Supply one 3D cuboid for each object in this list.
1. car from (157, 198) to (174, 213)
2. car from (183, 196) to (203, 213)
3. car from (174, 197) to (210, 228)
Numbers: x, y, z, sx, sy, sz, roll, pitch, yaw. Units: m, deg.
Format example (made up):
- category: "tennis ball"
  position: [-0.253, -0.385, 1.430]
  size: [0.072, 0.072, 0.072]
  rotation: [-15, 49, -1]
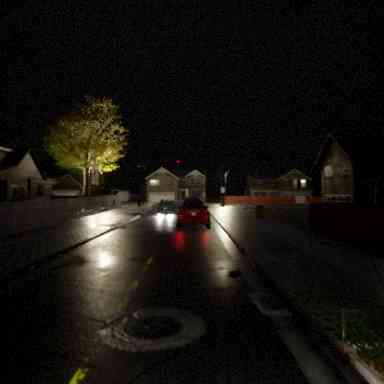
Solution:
- category: "car"
  position: [-2.776, 1.474, 36.819]
  size: [2.128, 1.511, 4.902]
  rotation: [0, 0, 1]
- category: "car"
  position: [0.122, 1.334, 36.981]
  size: [2.097, 1.767, 4.553]
  rotation: [0, 0, 1]
- category: "car"
  position: [0.099, 1.343, 22.326]
  size: [2.097, 1.767, 4.553]
  rotation: [0, 0, 0]
